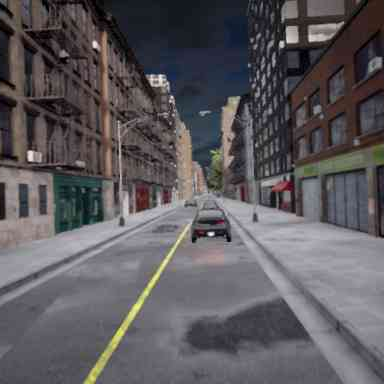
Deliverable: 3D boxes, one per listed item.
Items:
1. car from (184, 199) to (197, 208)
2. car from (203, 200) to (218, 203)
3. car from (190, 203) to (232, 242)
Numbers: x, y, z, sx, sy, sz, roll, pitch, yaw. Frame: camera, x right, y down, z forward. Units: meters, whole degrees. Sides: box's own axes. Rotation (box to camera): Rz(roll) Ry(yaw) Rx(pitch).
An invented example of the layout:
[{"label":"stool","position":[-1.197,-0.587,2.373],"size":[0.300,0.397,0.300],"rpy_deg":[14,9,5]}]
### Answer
[{"label":"car","position":[-0.173,1.823,53.875],"size":[1.994,1.385,4.181],"rpy_deg":[-2,0,3]},{"label":"car","position":[2.165,1.669,39.386],"size":[1.994,1.385,4.181],"rpy_deg":[-2,0,3]},{"label":"car","position":[0.952,1.547,16.746],"size":[1.837,1.490,4.892],"rpy_deg":[-2,0,3]}]
